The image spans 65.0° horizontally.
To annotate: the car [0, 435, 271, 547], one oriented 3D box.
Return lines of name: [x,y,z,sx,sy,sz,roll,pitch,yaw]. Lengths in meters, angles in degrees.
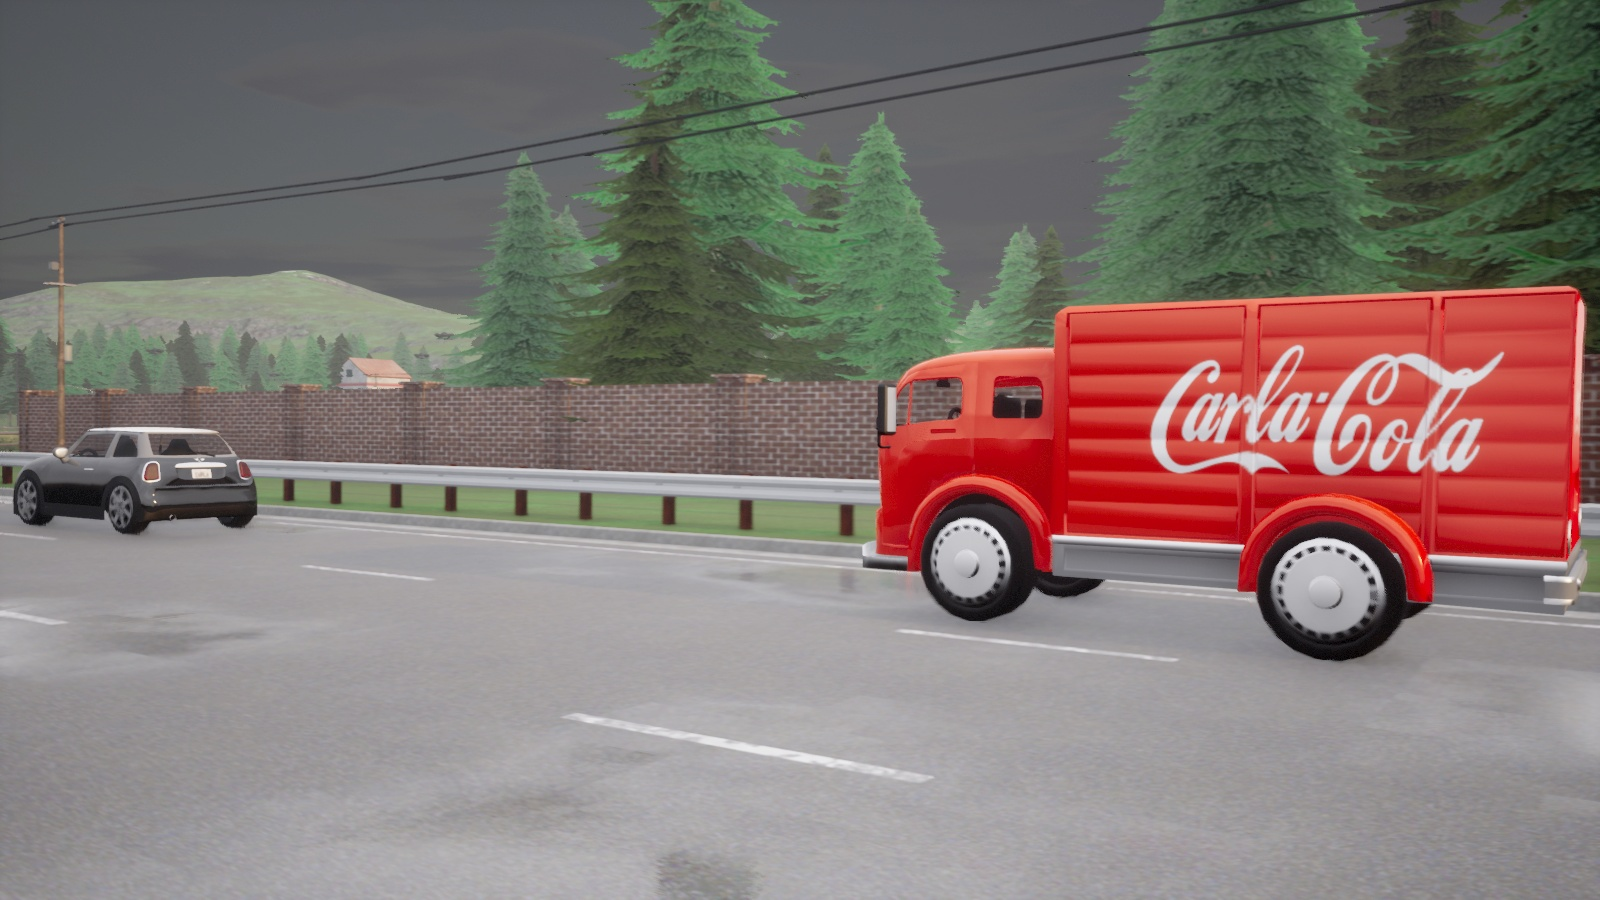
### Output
car: [-9.867,0.533,18.580,3.806,1.475,1.970,0,1,34]

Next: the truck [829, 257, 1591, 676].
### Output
truck: [3.145,0.081,9.928,5.204,2.467,2.627,0,1,34]
